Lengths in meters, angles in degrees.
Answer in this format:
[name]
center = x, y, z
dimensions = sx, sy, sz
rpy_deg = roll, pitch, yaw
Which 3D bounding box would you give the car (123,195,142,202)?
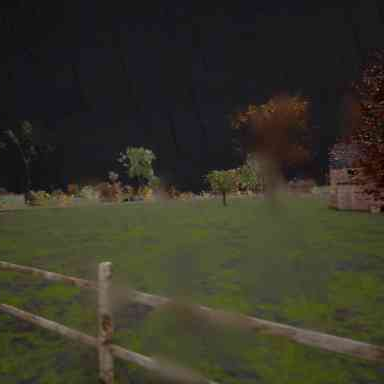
[car]
center = -12.255, 1.365, 68.709
dimensions = 1.994, 1.385, 4.181
rpy_deg = -2, -1, 35
